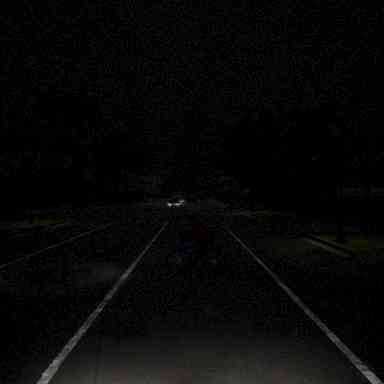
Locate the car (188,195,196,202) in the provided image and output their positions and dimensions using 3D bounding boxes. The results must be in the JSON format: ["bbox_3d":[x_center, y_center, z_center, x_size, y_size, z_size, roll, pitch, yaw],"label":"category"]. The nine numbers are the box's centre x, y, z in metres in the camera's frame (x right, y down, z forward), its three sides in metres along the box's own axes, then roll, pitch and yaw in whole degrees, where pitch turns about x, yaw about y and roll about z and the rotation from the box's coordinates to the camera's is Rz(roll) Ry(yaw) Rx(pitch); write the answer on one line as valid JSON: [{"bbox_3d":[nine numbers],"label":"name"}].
[{"bbox_3d":[-0.046,1.478,75.532,1.882,1.535,5.008,0,0,0],"label":"car"}]

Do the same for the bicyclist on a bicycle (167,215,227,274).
[{"bbox_3d":[0.132,1.452,9.129,1.656,1.620,0.582,0,0,0],"label":"bicyclist on a bicycle"}]

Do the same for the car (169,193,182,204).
[{"bbox_3d":[-3.578,1.478,66.408,1.882,1.535,5.008,0,0,1],"label":"car"}]
